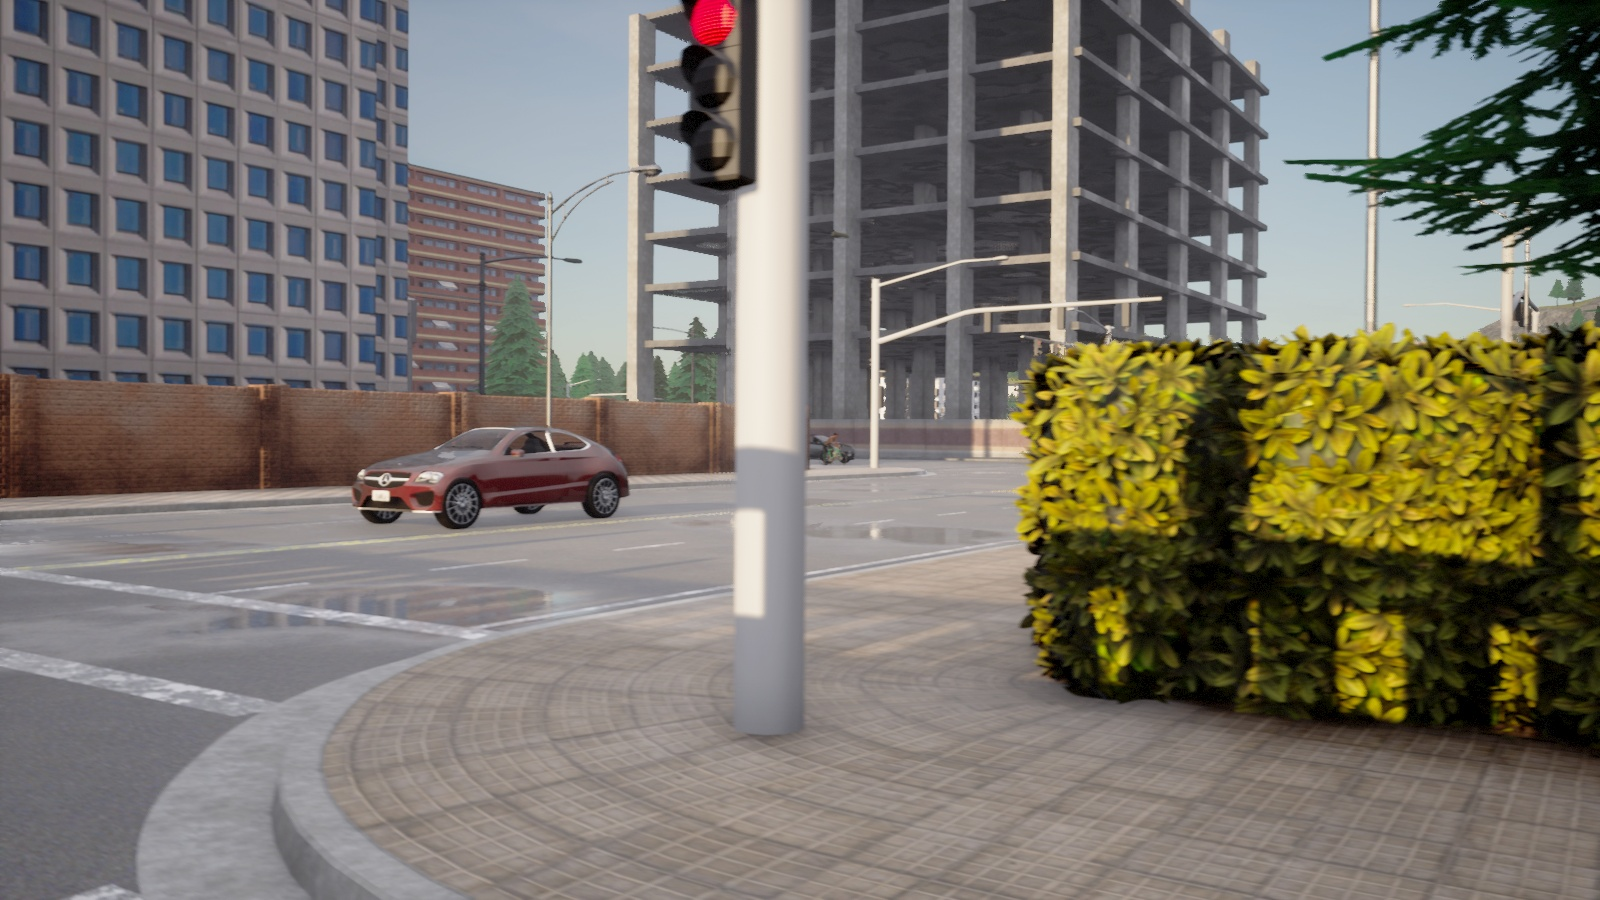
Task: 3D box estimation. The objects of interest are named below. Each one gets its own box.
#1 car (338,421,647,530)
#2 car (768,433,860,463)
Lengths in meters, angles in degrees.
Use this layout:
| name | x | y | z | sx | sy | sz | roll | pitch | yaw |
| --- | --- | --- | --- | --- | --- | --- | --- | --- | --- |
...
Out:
| name | x | y | z | sx | sy | sz | roll | pitch | yaw |
| --- | --- | --- | --- | --- | --- | --- | --- | --- | --- |
| car | -5.124 | 0.342 | 21.664 | 2.152 | 1.651 | 5.027 | 0 | 1 | 33 |
| car | 0.724 | -0.119 | 66.207 | 4.514 | 1.525 | 2.007 | 0 | 1 | 34 |
